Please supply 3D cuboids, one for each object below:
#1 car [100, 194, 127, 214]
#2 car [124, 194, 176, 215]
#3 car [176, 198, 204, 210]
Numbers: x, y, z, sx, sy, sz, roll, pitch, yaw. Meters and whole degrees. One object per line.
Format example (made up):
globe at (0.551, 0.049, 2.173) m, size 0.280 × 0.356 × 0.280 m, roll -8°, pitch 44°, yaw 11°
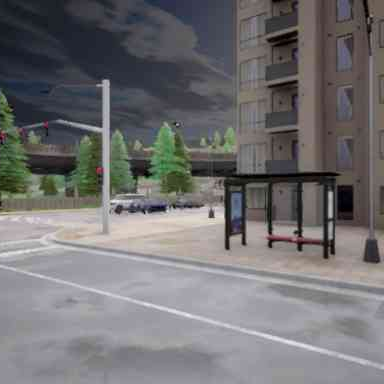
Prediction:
car at (-7.184, 1.204, 35.885) m, size 2.150 × 2.045 × 5.566 m, roll 0°, pitch 0°, yaw 37°
car at (-4.190, 1.329, 33.786) m, size 2.097 × 1.767 × 4.553 m, roll 0°, pitch 0°, yaw 36°
car at (-0.695, 1.529, 43.862) m, size 2.033 × 1.411 × 5.357 m, roll 0°, pitch 0°, yaw 44°
